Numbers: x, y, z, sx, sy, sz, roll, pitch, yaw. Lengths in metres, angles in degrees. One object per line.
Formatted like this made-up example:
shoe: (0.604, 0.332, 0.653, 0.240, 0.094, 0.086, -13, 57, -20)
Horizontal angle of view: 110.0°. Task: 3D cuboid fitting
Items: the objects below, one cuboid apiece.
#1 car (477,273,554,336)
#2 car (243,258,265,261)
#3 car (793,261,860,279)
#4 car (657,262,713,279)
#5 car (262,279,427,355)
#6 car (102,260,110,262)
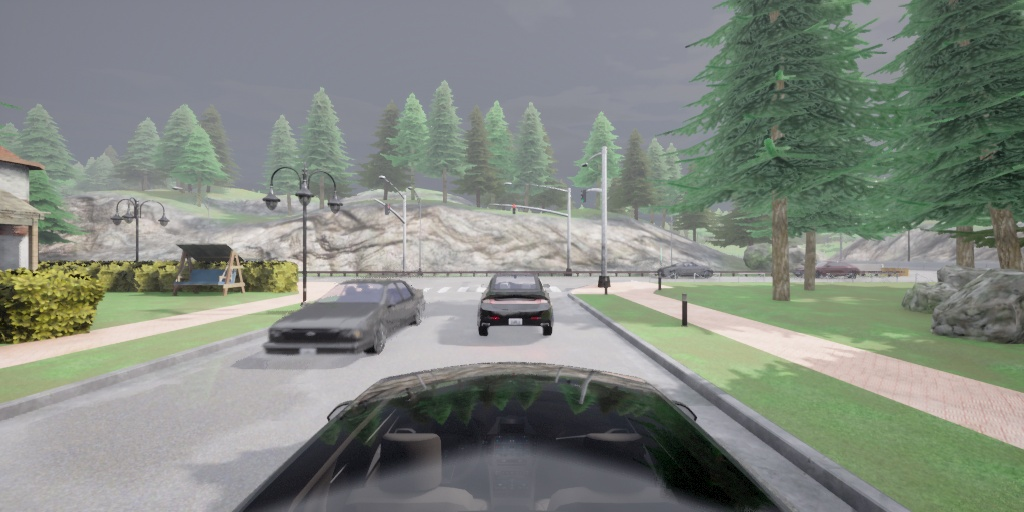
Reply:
car: (0.098, 1.242, 10.370, 2.128, 1.511, 4.902, 0, 0, 1)
car: (-18.612, 0.939, 25.881, 4.553, 1.767, 2.097, 0, 0, 0)
car: (25.769, 1.114, 29.428, 4.674, 1.442, 1.812, 0, 0, 0)
car: (14.183, 1.151, 29.496, 4.181, 1.385, 1.994, 0, 0, 0)
car: (-3.566, 1.297, 8.965, 2.033, 1.411, 5.357, 0, 0, 0)
car: (-28.294, 1.065, 25.904, 5.008, 1.535, 1.882, 0, 0, 0)
